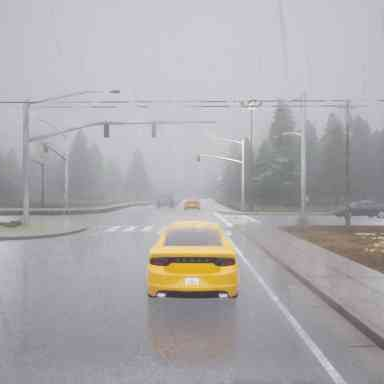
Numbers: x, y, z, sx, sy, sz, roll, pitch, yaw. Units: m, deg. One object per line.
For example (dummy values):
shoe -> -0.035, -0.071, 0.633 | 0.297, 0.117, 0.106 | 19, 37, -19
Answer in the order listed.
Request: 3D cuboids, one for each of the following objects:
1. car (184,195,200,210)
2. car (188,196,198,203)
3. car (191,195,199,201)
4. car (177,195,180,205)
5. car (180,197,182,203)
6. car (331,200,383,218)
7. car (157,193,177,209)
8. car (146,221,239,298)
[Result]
car -> 0.017, 1.478, 42.215 | 1.882, 1.535, 5.008 | 0, 0, 0
car -> 0.297, 1.537, 72.776 | 2.033, 1.411, 5.357 | 0, 0, 2
car -> 0.696, 1.442, 83.168 | 1.837, 1.490, 4.892 | 0, 0, 2
car -> -3.540, 1.352, 55.991 | 2.097, 1.767, 4.553 | 0, 0, 0
car -> -3.302, 1.352, 69.451 | 2.097, 1.767, 4.553 | 0, 0, 1
car -> 14.910, 1.531, 29.530 | 4.892, 1.490, 1.837 | 0, 0, 1
car -> -3.595, 1.221, 45.697 | 2.150, 2.045, 5.566 | 0, 0, -1
car -> 0.049, 1.474, 8.552 | 1.882, 1.535, 5.008 | 0, 0, 1
